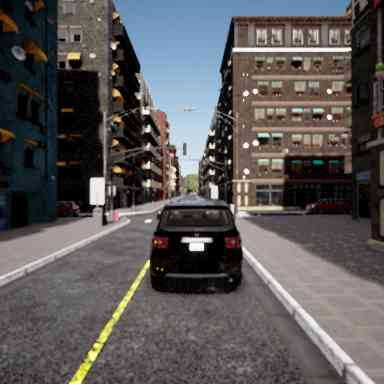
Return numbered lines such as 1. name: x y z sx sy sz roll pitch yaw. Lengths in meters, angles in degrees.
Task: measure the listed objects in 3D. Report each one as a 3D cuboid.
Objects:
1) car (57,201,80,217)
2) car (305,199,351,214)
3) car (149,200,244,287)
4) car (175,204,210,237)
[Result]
1. car: -13.533 1.651 33.524 4.097 1.590 1.967 -1 0 0
2. car: 13.572 1.391 33.436 4.097 1.590 1.967 -1 0 0
3. car: 0.099 1.243 9.549 2.150 2.045 5.566 0 0 0
4. car: 0.004 1.551 19.460 1.837 1.490 4.892 0 0 0
